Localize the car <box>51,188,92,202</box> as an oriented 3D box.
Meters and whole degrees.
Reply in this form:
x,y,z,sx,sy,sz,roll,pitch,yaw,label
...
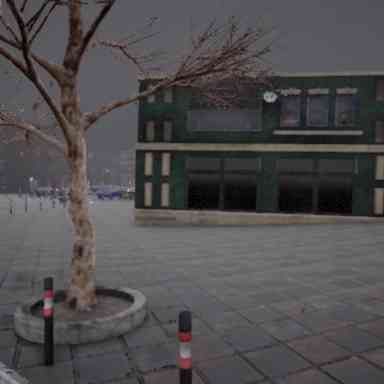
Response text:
x,y,z,sx,sy,sz,roll,pitch,yaw,label
-15.904,0.583,44.208,2.128,1.511,4.902,2,1,14,car

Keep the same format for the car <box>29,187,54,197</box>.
x,y,z,sx,sy,sz,roll,pitch,yaw,label
-25.441,-0.076,56.767,4.553,1.767,2.185,2,1,17,car

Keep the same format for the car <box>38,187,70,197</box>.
x,y,z,sx,sy,sz,roll,pitch,yaw,label
-24.667,0.002,59.420,5.008,1.535,2.097,2,1,17,car

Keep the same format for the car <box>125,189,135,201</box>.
x,y,z,sx,sy,sz,roll,pitch,yaw,label
-6.789,0.700,49.113,4.792,1.488,2.163,2,1,17,car

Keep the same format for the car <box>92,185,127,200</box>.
x,y,z,sx,sy,sz,roll,pitch,yaw,label
-13.244,0.147,53.999,2.150,2.045,5.566,2,1,17,car

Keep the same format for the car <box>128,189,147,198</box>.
x,y,z,sx,sy,sz,roll,pitch,yaw,label
-10.362,0.265,63.561,1.812,1.442,4.674,2,2,17,car

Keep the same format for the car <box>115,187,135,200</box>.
x,y,z,sx,sy,sz,roll,pitch,yaw,label
-9.975,0.482,54.461,2.128,1.511,4.902,2,1,17,car

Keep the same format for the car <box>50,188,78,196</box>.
x,y,z,sx,sy,sz,roll,pitch,yaw,label
-23.850,-0.009,62.053,4.674,1.452,2.002,2,2,17,car

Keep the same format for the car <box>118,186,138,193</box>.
x,y,z,sx,sy,sz,roll,pitch,yaw,label
-16.577,-0.681,85.774,4.553,1.767,2.185,2,2,17,car

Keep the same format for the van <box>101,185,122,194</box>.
x,y,z,sx,sy,sz,roll,pitch,yaw,label
-18.867,-0.608,77.824,4.442,1.987,1.878,2,2,17,van

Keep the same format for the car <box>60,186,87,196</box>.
x,y,z,sx,sy,sz,roll,pitch,yaw,label
-23.007,-0.225,64.675,4.553,1.767,2.185,2,2,17,car

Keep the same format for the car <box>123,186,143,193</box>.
x,y,z,sx,sy,sz,roll,pitch,yaw,label
-15.706,-0.734,88.391,4.553,1.767,2.185,2,2,17,car

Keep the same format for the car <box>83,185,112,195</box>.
x,y,z,sx,sy,sz,roll,pitch,yaw,label
-20.627,-0.522,72.597,5.566,2.045,2.435,2,2,17,car
